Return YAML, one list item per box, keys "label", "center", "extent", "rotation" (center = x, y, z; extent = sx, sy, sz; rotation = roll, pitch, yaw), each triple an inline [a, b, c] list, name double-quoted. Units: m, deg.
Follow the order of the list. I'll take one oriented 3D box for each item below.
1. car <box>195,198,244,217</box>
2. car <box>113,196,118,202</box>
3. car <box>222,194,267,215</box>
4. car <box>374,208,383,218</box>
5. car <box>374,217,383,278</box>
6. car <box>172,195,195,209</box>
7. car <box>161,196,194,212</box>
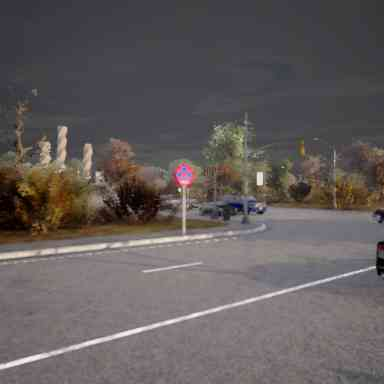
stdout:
- label: "car"
  center: [2.468, 1.545, 31.211]
  extent: [1.994, 1.385, 4.181]
  rotation: [0, 0, -32]
- label: "car"
  center: [-12.792, 1.327, 55.439]
  extent: [1.812, 1.442, 4.674]
  rotation: [0, 1, -32]
- label: "car"
  center: [5.076, 1.199, 33.674]
  extent: [2.150, 2.045, 5.566]
  rotation: [0, 0, -31]
- label: "car"
  center: [13.939, 1.470, 22.037]
  extent: [2.128, 1.511, 4.902]
  rotation: [0, 0, 3]
- label: "car"
  center: [6.651, 1.468, 8.485]
  extent: [5.008, 1.535, 1.882]
  rotation: [0, 0, -35]
- label: "car"
  center: [-0.411, 1.514, 42.331]
  extent: [2.033, 1.411, 5.357]
  rotation: [0, 0, -33]
- label: "car"
  center: [-2.039, 1.503, 38.350]
  extent: [1.812, 1.442, 4.674]
  rotation: [0, 0, -32]
